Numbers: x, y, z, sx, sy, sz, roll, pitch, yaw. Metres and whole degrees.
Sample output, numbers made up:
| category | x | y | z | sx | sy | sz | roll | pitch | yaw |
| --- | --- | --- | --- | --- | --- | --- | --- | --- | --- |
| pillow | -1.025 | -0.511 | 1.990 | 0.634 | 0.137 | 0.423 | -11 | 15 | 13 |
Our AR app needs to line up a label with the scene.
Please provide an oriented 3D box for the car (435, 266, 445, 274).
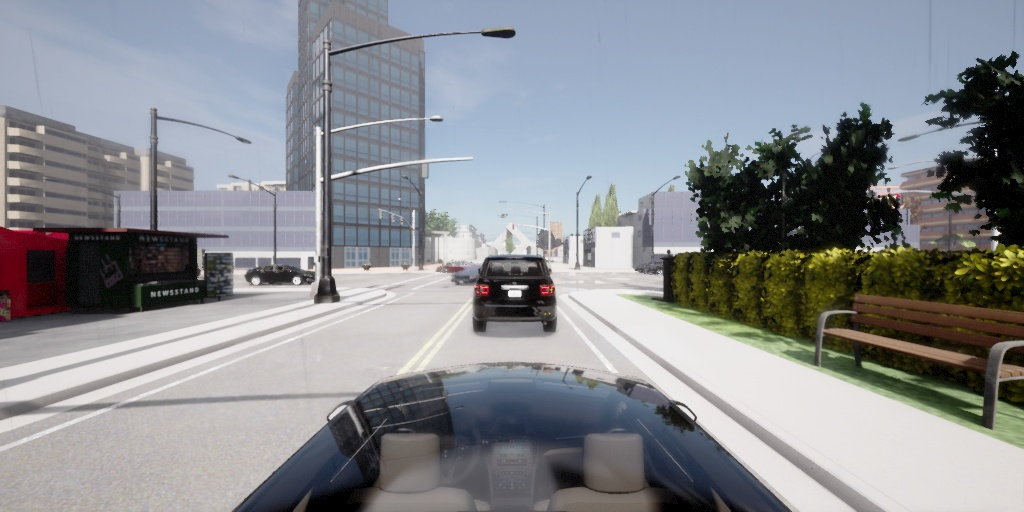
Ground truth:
| category | x | y | z | sx | sy | sz | roll | pitch | yaw |
| --- | --- | --- | --- | --- | --- | --- | --- | --- | --- |
| car | -5.819 | 1.326 | 40.392 | 5.357 | 1.411 | 2.033 | 0 | 0 | 0 |

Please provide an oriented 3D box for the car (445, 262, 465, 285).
| category | x | y | z | sx | sy | sz | roll | pitch | yaw |
| --- | --- | --- | --- | --- | --- | --- | --- | --- | --- |
| car | -2.467 | 1.313 | 25.914 | 2.033 | 1.411 | 5.357 | 0 | 0 | 18 |

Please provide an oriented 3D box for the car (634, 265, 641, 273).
| category | x | y | z | sx | sy | sz | roll | pitch | yaw |
| --- | --- | --- | --- | --- | --- | --- | --- | --- | --- |
| car | 16.379 | 1.225 | 40.545 | 4.892 | 1.490 | 1.837 | 0 | 0 | 0 |

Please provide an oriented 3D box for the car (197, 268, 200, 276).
| category | x | y | z | sx | sy | sz | roll | pitch | yaw |
| --- | --- | --- | --- | --- | --- | --- | --- | --- | --- |
| car | -34.862 | 1.601 | 36.698 | 4.892 | 1.490 | 1.837 | -1 | 0 | 0 |

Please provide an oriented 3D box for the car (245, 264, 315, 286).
| category | x | y | z | sx | sy | sz | roll | pitch | yaw |
| --- | --- | --- | --- | --- | --- | --- | --- | --- | --- |
| car | -16.620 | 1.361 | 26.120 | 4.892 | 1.490 | 1.837 | -1 | 0 | 0 |

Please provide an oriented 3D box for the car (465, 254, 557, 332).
| category | x | y | z | sx | sy | sz | roll | pitch | yaw |
| --- | --- | --- | --- | --- | --- | --- | --- | --- | --- |
| car | 0.082 | 0.971 | 11.013 | 2.150 | 2.045 | 5.566 | 0 | 0 | 0 |

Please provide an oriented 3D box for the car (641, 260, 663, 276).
| category | x | y | z | sx | sy | sz | roll | pitch | yaw |
| --- | --- | --- | --- | --- | --- | --- | --- | --- | --- |
| car | 16.373 | 1.229 | 37.041 | 4.892 | 1.490 | 1.837 | -1 | 0 | 0 |
